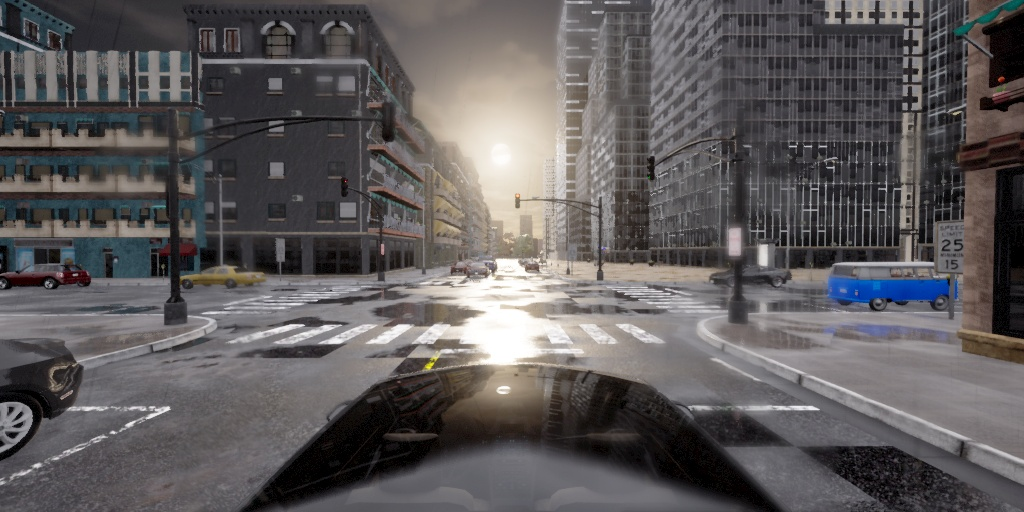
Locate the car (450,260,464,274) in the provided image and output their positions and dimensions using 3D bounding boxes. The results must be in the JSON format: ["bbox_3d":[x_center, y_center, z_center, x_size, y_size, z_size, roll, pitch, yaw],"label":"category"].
[{"bbox_3d":[-5.780,1.289,40.245,1.888,1.381,4.507,0,0,0],"label":"car"}]

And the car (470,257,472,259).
[{"bbox_3d":[-5.793,1.184,45.893,1.967,1.591,4.097,0,0,0],"label":"car"}]

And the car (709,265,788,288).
[{"bbox_3d":[14.629,1.216,22.262,4.313,1.339,1.948,0,0,0],"label":"car"}]

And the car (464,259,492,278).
[{"bbox_3d":[-3.174,1.270,34.221,1.812,1.442,4.674,0,0,0],"label":"car"}]

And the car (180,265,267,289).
[{"bbox_3d":[-17.930,1.247,22.133,4.829,1.417,1.751,0,0,0],"label":"car"}]

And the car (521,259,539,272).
[{"bbox_3d":[2.554,1.289,45.970,1.888,1.381,4.507,0,0,0],"label":"car"}]

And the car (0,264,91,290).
[{"bbox_3d":[-28.827,1.189,22.090,4.097,1.591,1.967,0,0,0],"label":"car"}]

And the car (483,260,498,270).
[{"bbox_3d":[-3.205,1.309,54.101,1.994,1.385,4.181,0,0,0],"label":"car"}]

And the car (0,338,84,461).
[{"bbox_3d":[-5.692,1.300,2.178,2.007,1.370,4.403,0,0,0],"label":"car"}]

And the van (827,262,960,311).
[{"bbox_3d":[14.661,1.117,13.882,3.998,1.789,1.690,0,0,0],"label":"van"}]

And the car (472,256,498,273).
[{"bbox_3d":[-3.193,0.966,44.127,2.150,2.045,5.566,0,0,0],"label":"car"}]
